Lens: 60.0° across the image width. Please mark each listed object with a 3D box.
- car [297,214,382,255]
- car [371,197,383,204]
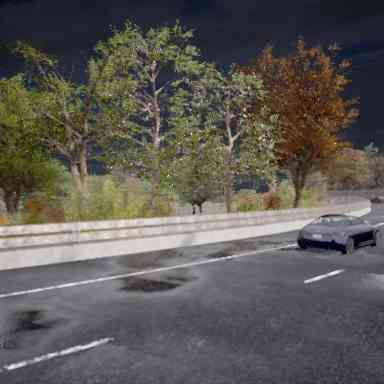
[{"bbox_3d":[6.092,1.599,13.608,4.181,1.385,1.994,0,0,-42],"label":"car"},{"bbox_3d":[37.078,1.655,65.607,2.033,1.411,5.357,0,0,12],"label":"car"}]
